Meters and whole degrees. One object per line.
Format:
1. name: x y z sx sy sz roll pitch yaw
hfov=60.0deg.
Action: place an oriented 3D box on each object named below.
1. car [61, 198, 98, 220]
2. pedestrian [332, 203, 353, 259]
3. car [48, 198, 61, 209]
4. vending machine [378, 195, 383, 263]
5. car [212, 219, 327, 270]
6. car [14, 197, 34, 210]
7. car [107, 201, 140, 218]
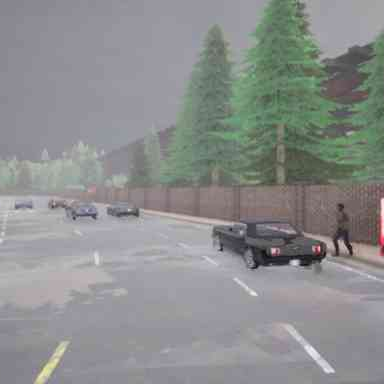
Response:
1. car: -9.061 1.430 27.111 2.033 1.411 5.357 0 0 -28
2. pedestrian: 4.861 1.239 10.789 0.375 1.860 0.375 0 0 -14
3. car: -16.675 1.426 41.181 1.895 1.301 4.718 0 0 -28
4. vending machine: 6.507 1.141 10.187 1.100 2.100 0.880 0 0 -12
5. car: 2.165 1.548 10.888 1.895 1.301 4.718 0 0 -14
6. car: -19.951 1.362 39.479 1.812 1.442 4.674 0 0 -28
7. car: -6.025 1.436 28.781 1.994 1.385 4.181 0 0 -28
